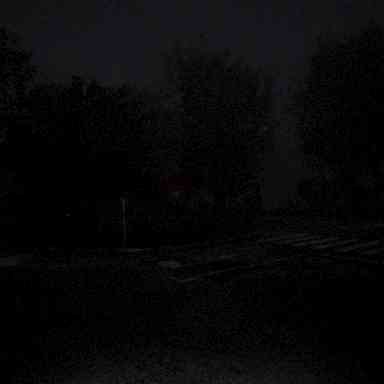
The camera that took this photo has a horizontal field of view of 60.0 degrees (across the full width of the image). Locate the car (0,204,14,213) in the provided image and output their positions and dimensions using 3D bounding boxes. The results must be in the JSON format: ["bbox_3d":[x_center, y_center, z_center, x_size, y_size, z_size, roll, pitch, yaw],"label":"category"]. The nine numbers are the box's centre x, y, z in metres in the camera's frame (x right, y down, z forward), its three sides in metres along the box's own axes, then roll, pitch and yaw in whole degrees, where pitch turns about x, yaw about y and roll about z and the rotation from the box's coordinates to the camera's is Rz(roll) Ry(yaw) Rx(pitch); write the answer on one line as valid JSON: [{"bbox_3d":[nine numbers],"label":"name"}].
[{"bbox_3d":[-36.583,3.363,63.501,4.553,1.767,2.185,0,-1,-38],"label":"car"}]

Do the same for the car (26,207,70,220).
[{"bbox_3d":[-15.893,2.393,36.798,4.902,1.511,2.128,-2,-1,15],"label":"car"}]
